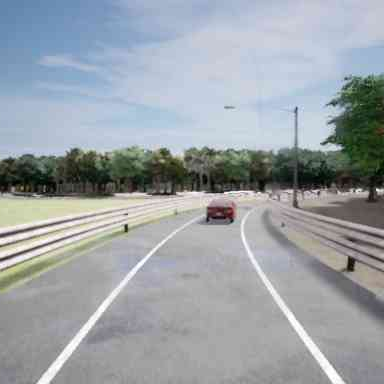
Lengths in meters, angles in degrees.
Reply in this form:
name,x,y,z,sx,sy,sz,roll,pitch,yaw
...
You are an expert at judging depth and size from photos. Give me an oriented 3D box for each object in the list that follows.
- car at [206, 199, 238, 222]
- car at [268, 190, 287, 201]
name,x,y,z,sx,sy,sz,roll,pitch,yaw
car,2.158,1.195,23.442,1.882,1.535,5.008,1,1,11
car,14.379,0.545,55.617,2.097,1.767,4.553,1,1,31
